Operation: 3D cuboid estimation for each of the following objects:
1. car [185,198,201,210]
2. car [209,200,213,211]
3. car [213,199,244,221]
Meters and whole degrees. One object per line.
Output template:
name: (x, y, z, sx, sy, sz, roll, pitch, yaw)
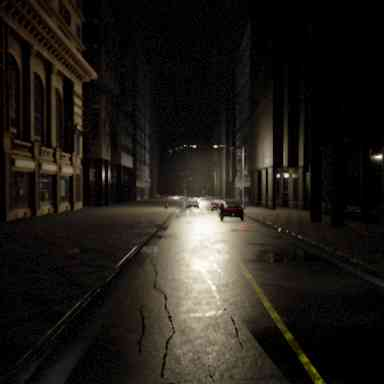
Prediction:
car: (0.075, 1.513, 43.151, 2.033, 1.411, 5.357, 0, 0, 0)
car: (3.084, 1.524, 39.347, 2.033, 1.411, 5.357, 0, 0, 1)
car: (3.089, 1.480, 27.100, 2.128, 1.511, 4.902, 0, 0, 1)
